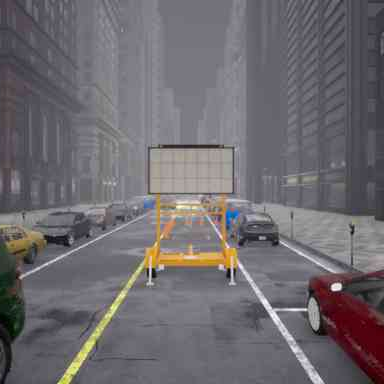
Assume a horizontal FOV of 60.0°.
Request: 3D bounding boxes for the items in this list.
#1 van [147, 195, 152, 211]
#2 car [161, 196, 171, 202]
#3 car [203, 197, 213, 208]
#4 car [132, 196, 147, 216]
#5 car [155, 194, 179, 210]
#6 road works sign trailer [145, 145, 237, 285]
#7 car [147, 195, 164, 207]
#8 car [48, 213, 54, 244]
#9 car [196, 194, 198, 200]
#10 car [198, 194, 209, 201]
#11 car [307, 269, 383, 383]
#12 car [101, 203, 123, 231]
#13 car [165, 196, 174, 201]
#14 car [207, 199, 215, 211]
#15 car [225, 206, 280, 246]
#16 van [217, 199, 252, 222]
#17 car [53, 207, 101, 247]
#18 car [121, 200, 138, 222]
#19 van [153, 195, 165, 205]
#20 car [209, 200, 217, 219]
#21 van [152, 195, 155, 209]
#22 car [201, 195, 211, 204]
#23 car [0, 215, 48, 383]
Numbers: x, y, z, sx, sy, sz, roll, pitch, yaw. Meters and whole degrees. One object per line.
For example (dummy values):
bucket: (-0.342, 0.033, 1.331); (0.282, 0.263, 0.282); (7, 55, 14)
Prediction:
van: (-5.851, 1.360, 37.587); (1.690, 1.788, 3.998); (0, 0, 0)
car: (-5.943, 1.616, 77.042); (1.887, 1.381, 4.507); (0, 0, 0)
car: (2.674, 1.570, 37.622); (2.008, 1.369, 4.403); (0, 0, 0)
car: (-5.838, 1.454, 31.950); (1.967, 1.590, 4.097); (0, 0, 0)
car: (-3.198, 1.376, 42.996); (2.097, 1.767, 4.553); (0, 0, 0)
road works sign trailer: (-0.021, 0.465, 9.456); (2.380, 3.560, 2.880); (0, 0, 0)
car: (-5.891, 1.352, 54.496); (2.192, 1.841, 5.009); (0, 0, 0)
car: (-5.785, 1.526, 9.233); (1.752, 1.417, 4.829); (0, 0, 0)
car: (2.568, 1.607, 82.882); (1.752, 1.417, 4.829); (0, 0, 0)
car: (2.621, 1.360, 60.167); (2.192, 1.841, 5.009); (0, 0, 0)
car: (2.753, 1.545, 3.804); (1.887, 1.381, 4.507); (0, 0, 0)
car: (-5.811, 1.588, 20.677); (1.802, 1.307, 4.206); (0, 0, 0)
car: (-5.969, 1.658, 88.315); (1.947, 1.339, 4.313); (0, 0, 0)
car: (2.687, 1.595, 31.986); (1.802, 1.307, 4.206); (0, 0, 0)
car: (2.727, 1.554, 15.077); (2.008, 1.369, 4.403); (0, 0, 0)
van: (2.713, 1.347, 20.713); (1.690, 1.788, 3.998); (0, 0, 0)
car: (-5.798, 1.569, 15.040); (1.947, 1.339, 4.313); (0, 0, 0)
car: (-5.825, 1.575, 26.313); (1.947, 1.339, 4.313); (0, 0, 0)
van: (-5.904, 1.386, 60.132); (1.690, 1.788, 3.998); (0, 0, 0)
car: (2.700, 1.560, 26.349); (2.008, 1.369, 4.403); (0, 0, 0)
van: (-5.865, 1.366, 43.223); (1.690, 1.788, 3.998); (0, 0, 0)
car: (2.648, 1.575, 48.894); (1.887, 1.381, 4.507); (0, 0, 0)
car: (-3.104, 1.221, 1.827); (2.150, 2.045, 5.566); (0, 0, 0)
